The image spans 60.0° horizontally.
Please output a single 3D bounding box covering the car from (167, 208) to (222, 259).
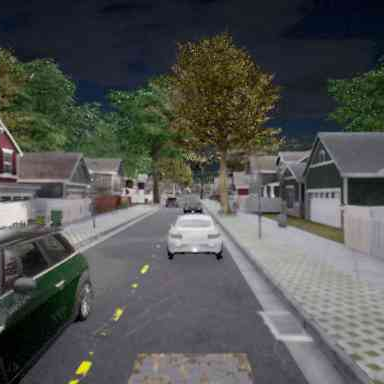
[{"bbox_3d":[0.093,1.528,12.506,1.812,1.442,4.674,0,0,0],"label":"car"}]

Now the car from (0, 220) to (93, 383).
[{"bbox_3d":[-2.853,1.352,4.151,2.097,1.767,4.553,0,0,0],"label":"car"}]

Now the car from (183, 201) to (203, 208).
[{"bbox_3d":[0.096,1.615,34.086,1.895,1.301,4.718,0,0,0],"label":"car"}]

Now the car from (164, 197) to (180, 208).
[{"bbox_3d":[-2.834,1.535,47.599,1.837,1.490,4.892,0,-1,0],"label":"car"}]
